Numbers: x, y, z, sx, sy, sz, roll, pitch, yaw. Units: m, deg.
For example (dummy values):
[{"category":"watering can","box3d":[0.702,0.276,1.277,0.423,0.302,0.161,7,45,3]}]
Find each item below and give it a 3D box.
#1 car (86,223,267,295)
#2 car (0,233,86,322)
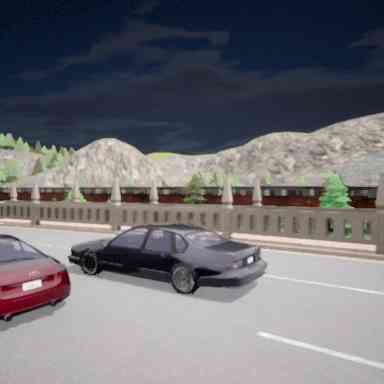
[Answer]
[{"category":"car","box3d":[-0.845,1.527,8.638,5.357,1.411,2.033,0,0,32]},{"category":"car","box3d":[-4.417,1.542,6.692,4.181,1.385,1.994,0,0,32]}]
